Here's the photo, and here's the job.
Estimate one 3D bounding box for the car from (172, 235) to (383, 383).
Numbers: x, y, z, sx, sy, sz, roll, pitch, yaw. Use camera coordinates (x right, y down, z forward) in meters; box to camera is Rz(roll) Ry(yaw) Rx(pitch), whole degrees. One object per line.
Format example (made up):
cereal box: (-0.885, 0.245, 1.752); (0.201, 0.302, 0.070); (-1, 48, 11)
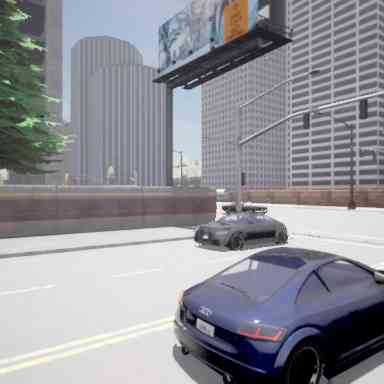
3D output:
car: (1.796, 1.563, 5.074); (4.181, 1.385, 1.994); (0, 0, -35)

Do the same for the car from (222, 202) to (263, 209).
car: (5.132, 1.597, 32.223); (1.895, 1.301, 4.718); (0, 0, -35)

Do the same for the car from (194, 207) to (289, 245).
car: (2.159, 1.562, 14.107); (4.181, 1.385, 1.994); (0, 0, -36)
